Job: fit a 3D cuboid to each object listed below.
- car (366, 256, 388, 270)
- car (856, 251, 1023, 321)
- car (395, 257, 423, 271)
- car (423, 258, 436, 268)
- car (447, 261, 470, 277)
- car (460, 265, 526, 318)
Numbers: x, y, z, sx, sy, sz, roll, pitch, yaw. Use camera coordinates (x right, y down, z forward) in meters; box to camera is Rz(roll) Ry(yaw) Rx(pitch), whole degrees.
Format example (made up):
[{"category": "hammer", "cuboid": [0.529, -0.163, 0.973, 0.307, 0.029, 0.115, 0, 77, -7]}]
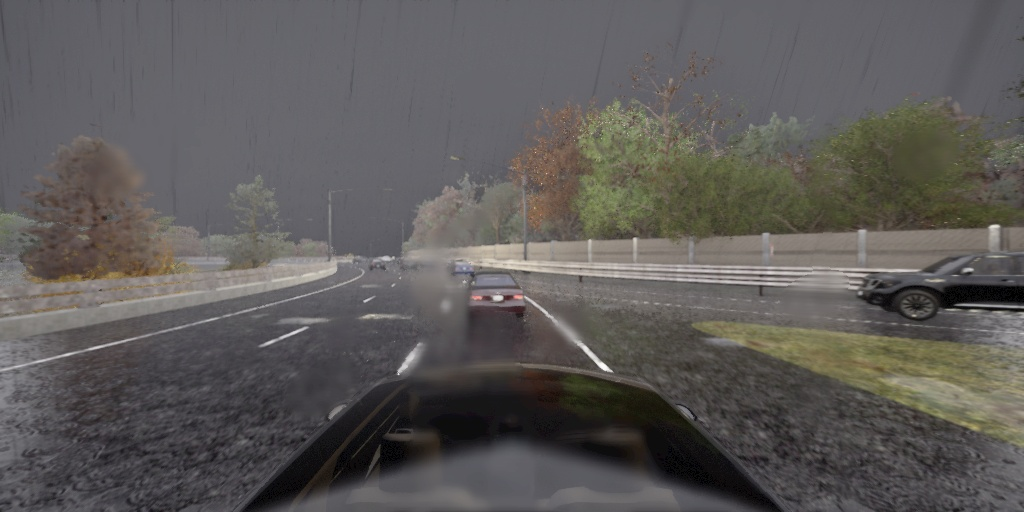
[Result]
[{"category": "car", "cuboid": [-17.630, 1.069, 46.697, 1.812, 1.442, 4.674, 0, 0, -25]}, {"category": "car", "cuboid": [13.952, 0.885, 10.493, 5.566, 2.045, 2.150, 0, 0, 32]}, {"category": "car", "cuboid": [-12.987, 1.033, 44.888, 2.128, 1.511, 4.902, 0, 0, -24]}, {"category": "car", "cuboid": [-12.397, 1.049, 51.668, 2.033, 1.411, 5.357, 0, 0, -27]}, {"category": "car", "cuboid": [-4.789, 1.134, 33.054, 2.033, 1.411, 5.357, 0, 0, -17]}, {"category": "car", "cuboid": [-0.715, 1.237, 12.737, 2.033, 1.411, 5.357, 0, 0, -7]}]
